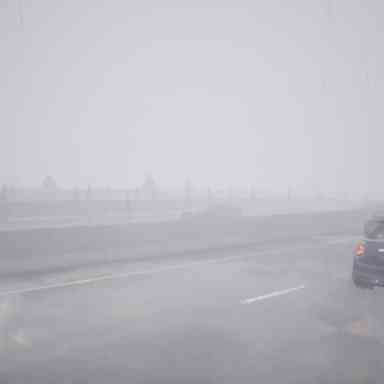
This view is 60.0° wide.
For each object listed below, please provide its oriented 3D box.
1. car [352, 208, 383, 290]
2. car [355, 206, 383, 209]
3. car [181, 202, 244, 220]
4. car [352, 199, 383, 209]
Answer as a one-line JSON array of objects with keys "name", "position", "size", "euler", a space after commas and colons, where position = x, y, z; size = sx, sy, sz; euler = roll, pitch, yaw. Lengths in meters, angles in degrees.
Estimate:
[{"name": "car", "position": [5.846, 1.351, 7.901], "size": [4.553, 1.767, 2.097], "euler": [0, 0, -36]}, {"name": "car", "position": [9.576, 1.503, 14.859], "size": [4.892, 1.490, 1.837], "euler": [0, 0, -35]}, {"name": "car", "position": [1.761, 1.540, 26.663], "size": [5.357, 1.411, 2.033], "euler": [0, 0, -35]}, {"name": "car", "position": [18.323, 1.503, 34.101], "size": [4.902, 1.511, 2.128], "euler": [1, 0, -35]}]
